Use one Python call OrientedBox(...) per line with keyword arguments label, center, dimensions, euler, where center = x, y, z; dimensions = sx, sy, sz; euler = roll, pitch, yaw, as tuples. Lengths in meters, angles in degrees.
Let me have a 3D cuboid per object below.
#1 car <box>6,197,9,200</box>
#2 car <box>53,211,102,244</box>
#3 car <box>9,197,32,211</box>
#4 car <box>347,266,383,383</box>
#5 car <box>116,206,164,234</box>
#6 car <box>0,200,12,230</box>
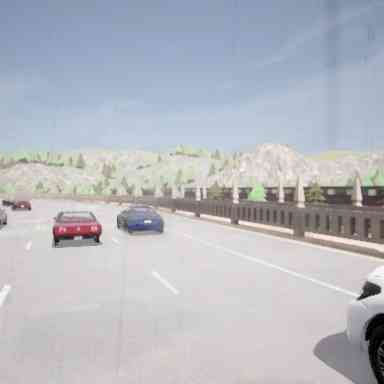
OrientedBox(label="car", center=(-25.519, 1.376, 47.285), dimensions=(1.895, 1.301, 4.718), euler=(0, 0, -38))
OrientedBox(label="car", center=(-5.406, 1.527, 15.413), dimensions=(1.895, 1.301, 4.718), euler=(0, 0, -22))
OrientedBox(label="car", center=(-19.603, 1.344, 38.169), dimensions=(1.812, 1.442, 4.674), euler=(0, 0, -31))
OrientedBox(label="car", center=(3.778, 1.212, 2.112), dimensions=(2.150, 2.045, 5.566), euler=(0, 0, -22))
OrientedBox(label="car", center=(-3.006, 1.474, 18.800), dimensions=(1.994, 1.385, 4.181), euler=(0, 0, -22))
OrientedBox(label="car", center=(-12.210, 1.431, 19.804), dimensions=(1.812, 1.442, 4.674), euler=(0, 0, -22))
